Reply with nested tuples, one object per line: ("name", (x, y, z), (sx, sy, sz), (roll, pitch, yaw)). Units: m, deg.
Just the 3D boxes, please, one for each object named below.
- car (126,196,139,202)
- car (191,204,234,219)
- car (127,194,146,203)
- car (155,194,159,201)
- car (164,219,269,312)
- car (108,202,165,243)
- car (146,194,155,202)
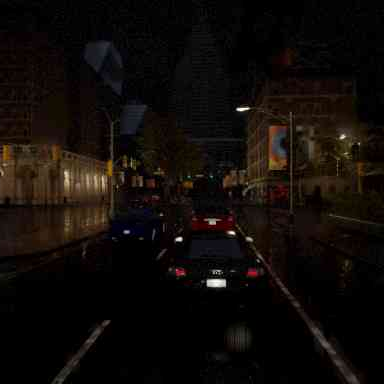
("car", (-13.743, 1.595, 77.304), (1.895, 1.301, 4.718), (0, 0, 3))
("car", (1.013, 1.351, 16.576), (2.097, 1.767, 4.553), (0, 0, 3))
("car", (-11.157, 1.505, 66.375), (1.837, 1.490, 4.892), (0, 0, 4))
("car", (-9.942, 1.355, 86.444), (2.097, 1.767, 4.553), (0, 0, 3))
("car", (0.524, 1.564, 7.836), (1.994, 1.385, 4.181), (0, 0, 3))
("car", (-2.519, 1.478, 16.110), (1.882, 1.535, 5.008), (0, 0, 4))
("car", (-10.554, 1.355, 76.202), (2.097, 1.767, 4.553), (0, 0, 3))
